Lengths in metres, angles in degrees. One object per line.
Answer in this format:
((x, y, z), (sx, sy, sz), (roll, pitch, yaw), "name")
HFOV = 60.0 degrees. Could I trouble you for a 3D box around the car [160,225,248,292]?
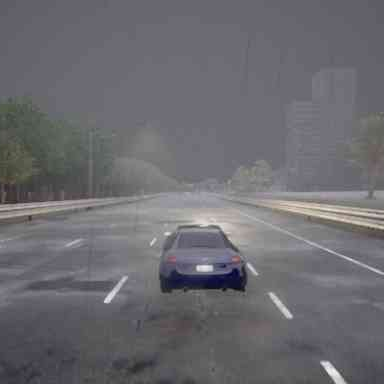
((0.191, 1.561, 8.955), (1.994, 1.385, 4.181), (0, 0, -2), "car")
